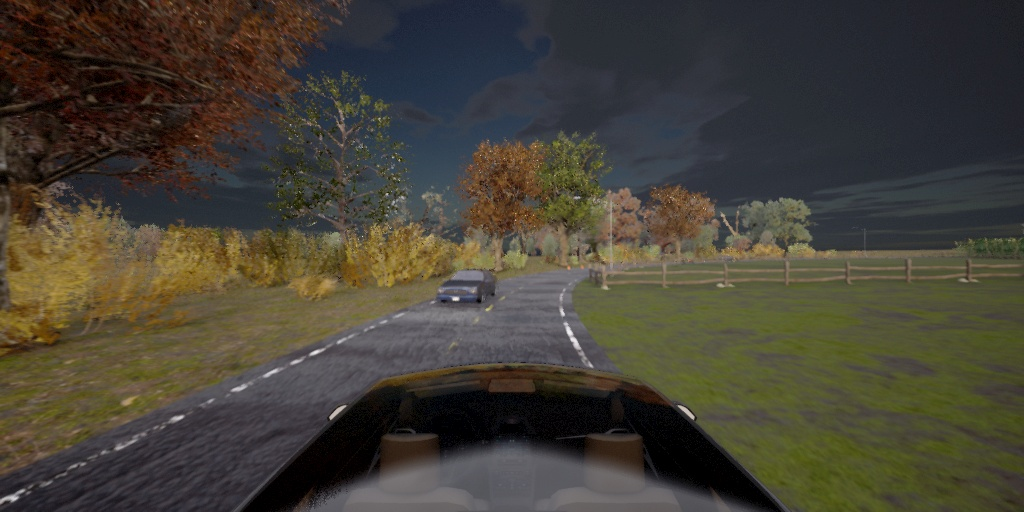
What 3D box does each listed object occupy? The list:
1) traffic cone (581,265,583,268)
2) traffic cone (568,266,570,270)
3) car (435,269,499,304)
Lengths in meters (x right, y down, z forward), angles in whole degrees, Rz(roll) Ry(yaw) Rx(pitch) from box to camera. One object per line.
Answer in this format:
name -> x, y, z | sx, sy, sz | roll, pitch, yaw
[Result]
traffic cone -> 10.276, 1.513, 52.501 | 0.340, 0.580, 0.340 | 0, 0, 33
traffic cone -> 7.612, 1.562, 48.102 | 0.340, 0.580, 0.340 | 0, 0, 30
car -> -1.867, 1.315, 16.806 | 2.033, 1.411, 5.357 | 0, 0, 8
